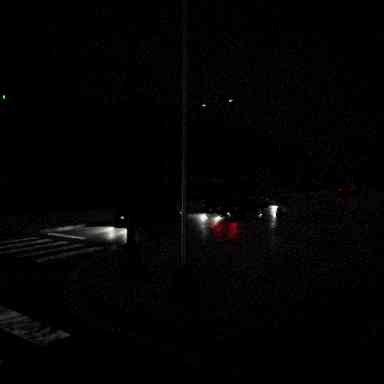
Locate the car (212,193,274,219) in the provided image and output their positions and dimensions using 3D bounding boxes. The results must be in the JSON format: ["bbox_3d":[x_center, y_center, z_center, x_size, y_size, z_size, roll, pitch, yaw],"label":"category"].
[{"bbox_3d":[3.564,1.009,22.589,1.895,1.301,4.718,0,2,35],"label":"car"}]

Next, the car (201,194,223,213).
[{"bbox_3d":[2.887,0.859,26.734,2.033,1.411,5.357,0,2,35],"label":"car"}]

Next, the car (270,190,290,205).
[{"bbox_3d":[8.894,0.557,35.197,1.837,1.490,4.892,0,2,35],"label":"car"}]

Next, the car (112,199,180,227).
[{"bbox_3d":[-2.524,1.118,19.102,1.994,1.385,4.181,0,2,35],"label":"car"}]

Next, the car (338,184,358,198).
[{"bbox_3d":[24.392,-0.219,51.953,2.150,2.045,5.566,0,2,35],"label":"car"}]
